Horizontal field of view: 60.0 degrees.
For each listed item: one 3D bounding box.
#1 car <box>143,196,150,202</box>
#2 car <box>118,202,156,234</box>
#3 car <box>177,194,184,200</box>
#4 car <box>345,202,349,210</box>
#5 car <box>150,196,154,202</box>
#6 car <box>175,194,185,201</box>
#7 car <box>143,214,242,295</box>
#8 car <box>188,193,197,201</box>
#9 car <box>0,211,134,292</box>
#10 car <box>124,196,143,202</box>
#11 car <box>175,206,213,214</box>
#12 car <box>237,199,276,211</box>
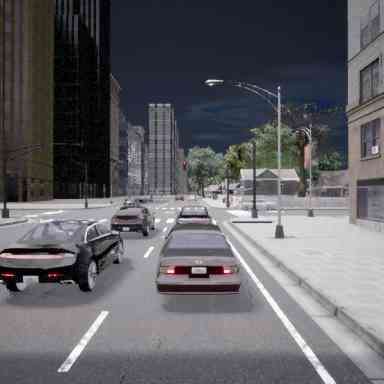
[{"bbox_3d":[-9.726,1.595,63.196,1.895,1.301,4.718,0,0,1],"label":"car"},{"bbox_3d":[-3.131,1.504,18.190,1.837,1.490,4.892,0,0,0],"label":"car"},{"bbox_3d":[-3.150,1.311,94.032,1.882,1.535,5.008,0,0,0],"label":"car"},{"bbox_3d":[21.222,1.401,40.736,4.553,1.767,2.097,0,-1,1],"label":"car"},{"bbox_3d":[-9.672,1.517,73.308,1.812,1.442,4.674,0,0,0],"label":"car"},{"bbox_3d":[-3.161,1.342,83.997,2.097,1.767,4.553,0,0,0],"label":"car"},{"bbox_3d":[0.100,1.545,8.857,2.033,1.411,5.357,0,0,-1],"label":"car"},{"bbox_3d":[0.089,1.511,84.023,1.812,1.442,4.674,0,0,0],"label":"car"},{"bbox_3d":[-3.142,1.492,8.930,2.128,1.511,4.902,0,0,0],"label":"car"},{"bbox_3d":[-9.769,1.487,53.876,2.128,1.511,4.902,0,0,1],"label":"car"},{"bbox_3d":[0.117,1.491,17.910,2.128,1.511,4.902,0,0,0],"label":"car"},{"bbox_3d":[7.906,1.574,40.852,4.674,1.442,1.812,0,-1,1],"label":"car"}]
